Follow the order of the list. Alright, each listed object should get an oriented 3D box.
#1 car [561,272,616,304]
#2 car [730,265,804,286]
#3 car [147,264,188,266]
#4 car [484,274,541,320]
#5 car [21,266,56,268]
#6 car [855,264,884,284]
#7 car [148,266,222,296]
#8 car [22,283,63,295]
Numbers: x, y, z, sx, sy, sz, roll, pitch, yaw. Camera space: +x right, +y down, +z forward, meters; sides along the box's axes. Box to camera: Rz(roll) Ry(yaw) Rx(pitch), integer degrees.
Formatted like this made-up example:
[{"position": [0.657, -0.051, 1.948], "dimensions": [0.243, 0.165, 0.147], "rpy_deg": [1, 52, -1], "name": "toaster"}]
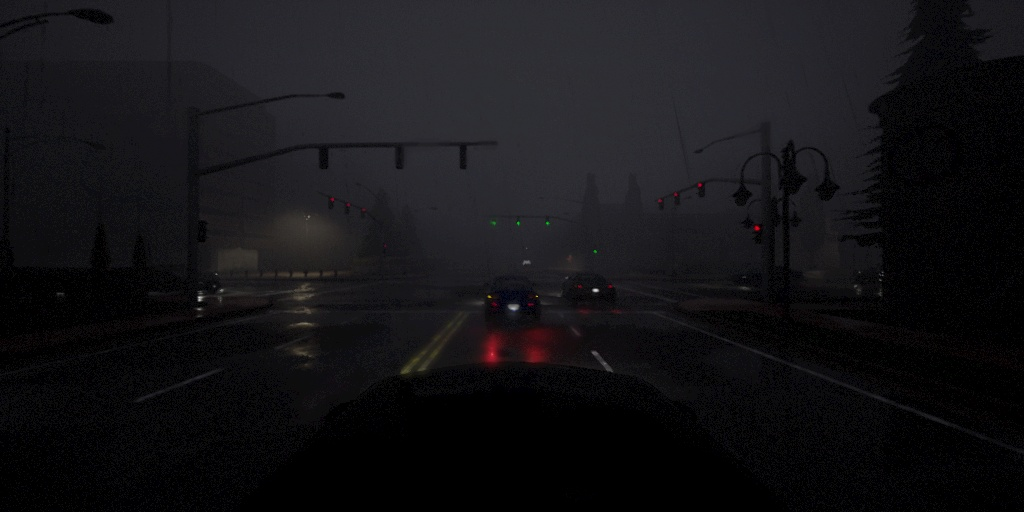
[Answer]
[{"position": [3.592, 1.463, 17.377], "dimensions": [1.994, 1.385, 4.181], "rpy_deg": [0, 0, 0], "name": "car"}, {"position": [19.362, 1.471, 27.356], "dimensions": [5.008, 1.535, 1.882], "rpy_deg": [0, -1, -1], "name": "car"}, {"position": [-22.209, 1.313, 23.971], "dimensions": [4.553, 1.767, 2.097], "rpy_deg": [0, -1, 0], "name": "car"}, {"position": [-0.046, 1.383, 13.010], "dimensions": [1.812, 1.442, 4.674], "rpy_deg": [0, -1, -3], "name": "car"}, {"position": [-31.431, 1.438, 23.979], "dimensions": [5.008, 1.535, 1.882], "rpy_deg": [0, -1, 0], "name": "car"}, {"position": [29.486, 1.351, 27.937], "dimensions": [4.553, 1.767, 2.097], "rpy_deg": [0, -1, -9], "name": "car"}, {"position": [-19.324, 1.454, 20.492], "dimensions": [4.674, 1.442, 1.812], "rpy_deg": [0, -1, 0], "name": "car"}, {"position": [-28.431, 1.528, 20.475], "dimensions": [4.718, 1.301, 1.895], "rpy_deg": [0, -1, 0], "name": "car"}]
